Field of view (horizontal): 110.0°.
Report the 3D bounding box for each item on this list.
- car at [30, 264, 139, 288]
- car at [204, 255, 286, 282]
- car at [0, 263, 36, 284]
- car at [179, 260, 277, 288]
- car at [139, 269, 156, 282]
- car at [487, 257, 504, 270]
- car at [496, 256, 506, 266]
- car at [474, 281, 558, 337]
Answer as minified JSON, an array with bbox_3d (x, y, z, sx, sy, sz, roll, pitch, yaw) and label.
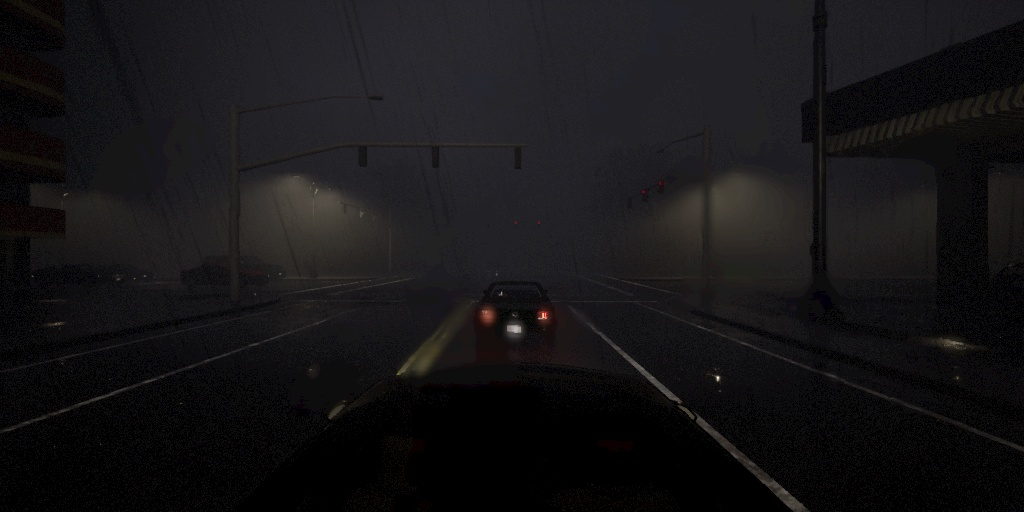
[{"bbox_3d":[-27.830,1.241,23.164,4.902,1.511,2.128,0,0,1],"label":"car"},{"bbox_3d":[-19.887,0.971,26.537,5.566,2.045,2.150,0,0,1],"label":"car"},{"bbox_3d":[-39.187,1.276,26.878,4.674,1.442,1.812,0,0,1],"label":"car"},{"bbox_3d":[-18.327,1.228,22.989,5.008,1.535,1.882,0,0,1],"label":"car"},{"bbox_3d":[-29.305,1.314,26.688,4.181,1.385,1.994,0,0,0],"label":"car"},{"bbox_3d":[-2.709,1.241,53.963,2.128,1.511,4.902,0,0,1],"label":"car"},{"bbox_3d":[-2.586,1.241,64.147,2.128,1.511,4.902,0,0,1],"label":"car"},{"bbox_3d":[0.099,1.351,10.218,1.895,1.301,4.718,0,0,0],"label":"car"}]
